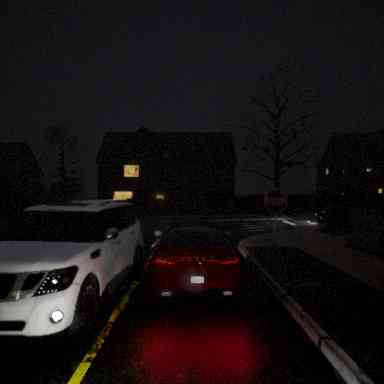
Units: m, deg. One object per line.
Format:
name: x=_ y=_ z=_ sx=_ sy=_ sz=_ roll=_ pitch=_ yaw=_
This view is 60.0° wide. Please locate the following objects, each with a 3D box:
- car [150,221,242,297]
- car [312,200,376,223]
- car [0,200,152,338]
car: x=0.038 y=1.478 z=8.644 sx=1.882 sy=1.535 sz=5.008 roll=0 pitch=0 yaw=-1
car: x=10.163 y=1.256 z=21.940 sx=4.181 sy=1.385 sz=1.994 roll=-1 pitch=1 yaw=-1
car: x=-2.522 y=1.222 z=7.030 sx=2.150 sy=2.045 sz=5.566 roll=0 pitch=0 yaw=4
